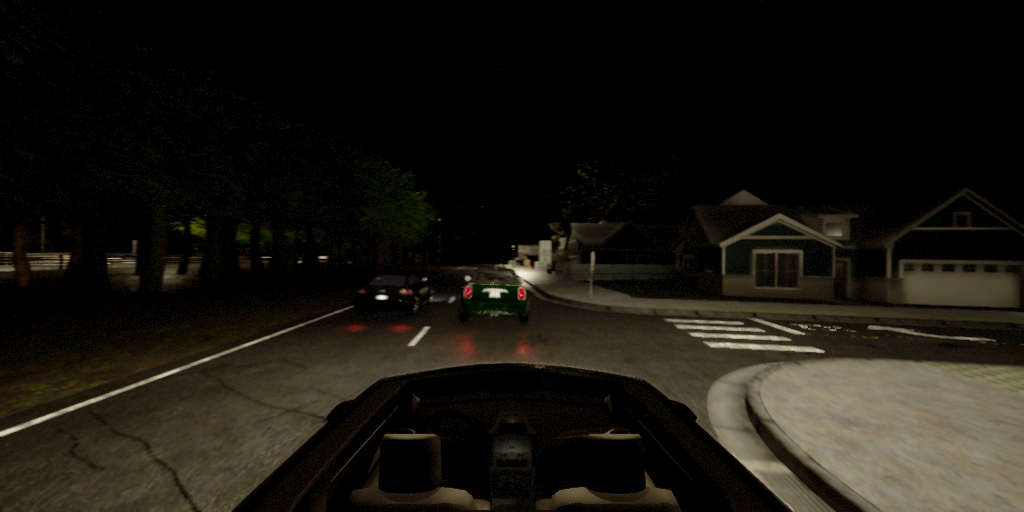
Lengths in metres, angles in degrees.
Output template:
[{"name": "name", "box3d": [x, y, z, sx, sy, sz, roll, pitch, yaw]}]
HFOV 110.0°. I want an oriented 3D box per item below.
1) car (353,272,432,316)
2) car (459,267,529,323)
[{"name": "car", "box3d": [-4.178, 1.263, 13.198, 1.994, 1.385, 4.181, 1, 0, -3]}, {"name": "car", "box3d": [-0.610, 1.151, 12.561, 2.097, 1.767, 4.553, 2, 0, -3]}]
